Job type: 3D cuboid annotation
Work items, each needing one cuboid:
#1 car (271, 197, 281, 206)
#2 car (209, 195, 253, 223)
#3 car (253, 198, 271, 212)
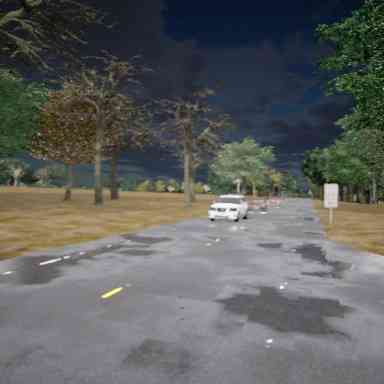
[{"bbox_3d":[14.560,1.612,58.674,2.097,1.767,4.553,1,0,19],"label":"car"},{"bbox_3d":[3.055,1.270,26.410,2.150,2.045,5.566,1,0,19],"label":"car"},{"bbox_3d":[8.341,1.650,41.363,1.812,1.442,4.674,1,0,20],"label":"car"}]
